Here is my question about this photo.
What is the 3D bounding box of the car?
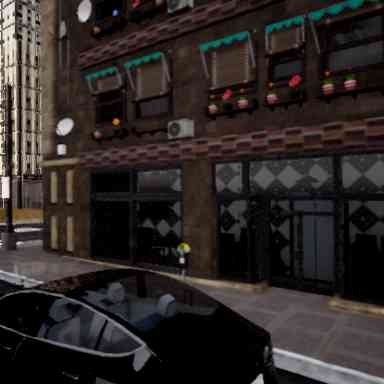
[{"bbox_3d":[-1.218,1.566,3.752,4.313,1.339,1.947,0,0,36],"label":"car"}]
